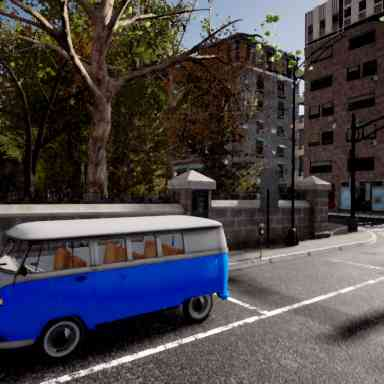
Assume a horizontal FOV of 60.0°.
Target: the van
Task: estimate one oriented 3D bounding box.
[{"bbox_3d":[-1.220,1.342,5.631,3.998,1.788,1.690,0,1,-36],"label":"van"}]
